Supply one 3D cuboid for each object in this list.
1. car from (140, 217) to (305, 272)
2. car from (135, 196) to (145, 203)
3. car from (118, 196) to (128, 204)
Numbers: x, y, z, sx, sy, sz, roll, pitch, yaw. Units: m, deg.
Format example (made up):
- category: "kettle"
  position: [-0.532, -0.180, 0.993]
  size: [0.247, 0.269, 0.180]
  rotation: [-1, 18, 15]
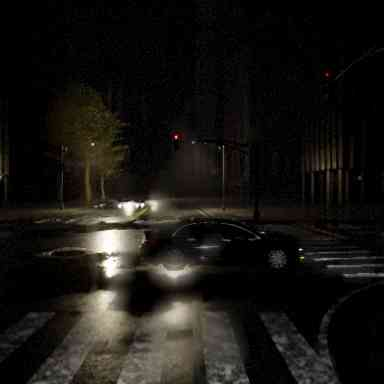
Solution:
- category: "car"
  position: [0.898, 1.558, 10.138]
  size: [4.892, 1.490, 1.837]
  rotation: [0, 0, 0]
- category: "car"
  position: [-10.516, 1.503, 67.088]
  size: [2.128, 1.511, 4.902]
  rotation: [0, 0, -9]
- category: "car"
  position: [-13.727, 1.503, 66.588]
  size: [2.128, 1.511, 4.902]
  rotation: [0, 0, -9]
